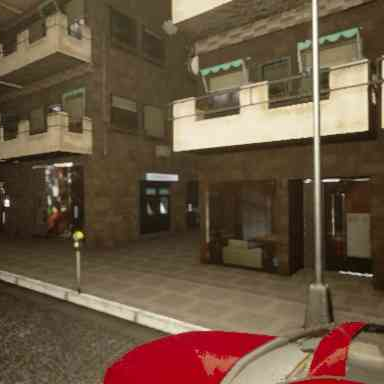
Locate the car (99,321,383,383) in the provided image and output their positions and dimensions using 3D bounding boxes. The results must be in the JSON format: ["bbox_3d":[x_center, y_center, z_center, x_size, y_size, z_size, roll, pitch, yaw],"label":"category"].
[{"bbox_3d":[1.113,1.582,2.093,4.206,1.307,1.802,0,-1,36],"label":"car"}]
